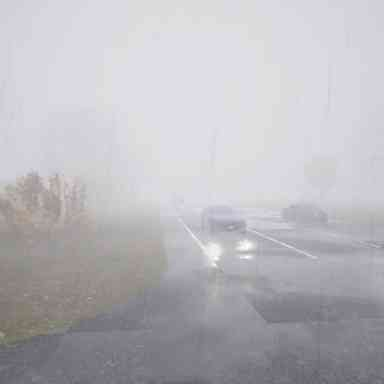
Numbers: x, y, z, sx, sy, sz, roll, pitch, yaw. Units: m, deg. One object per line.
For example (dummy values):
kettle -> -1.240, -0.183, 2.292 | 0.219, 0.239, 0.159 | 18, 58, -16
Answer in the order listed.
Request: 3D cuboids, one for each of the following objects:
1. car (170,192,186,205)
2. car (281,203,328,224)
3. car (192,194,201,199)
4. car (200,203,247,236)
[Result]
car -> -2.438, 1.028, 54.339 | 2.150, 2.045, 5.566 | 0, 0, -7
car -> 8.065, 1.466, 24.219 | 1.994, 1.385, 4.181 | 0, 0, -6
car -> 1.117, 1.159, 88.410 | 1.994, 1.385, 4.181 | 0, 0, -6
car -> 1.632, 1.433, 18.598 | 1.882, 1.535, 5.008 | 0, 0, -6
